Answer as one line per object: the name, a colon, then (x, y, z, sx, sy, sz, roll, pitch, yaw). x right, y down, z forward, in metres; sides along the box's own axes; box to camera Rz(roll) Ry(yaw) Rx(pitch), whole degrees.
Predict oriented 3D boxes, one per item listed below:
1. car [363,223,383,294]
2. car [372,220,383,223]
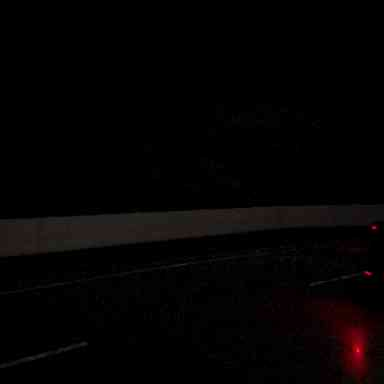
car: (5.608, 1.438, 7.016, 4.674, 1.442, 1.812, -1, 0, -29)
car: (9.425, 1.393, 12.906, 5.357, 1.411, 2.033, -1, 0, -20)
